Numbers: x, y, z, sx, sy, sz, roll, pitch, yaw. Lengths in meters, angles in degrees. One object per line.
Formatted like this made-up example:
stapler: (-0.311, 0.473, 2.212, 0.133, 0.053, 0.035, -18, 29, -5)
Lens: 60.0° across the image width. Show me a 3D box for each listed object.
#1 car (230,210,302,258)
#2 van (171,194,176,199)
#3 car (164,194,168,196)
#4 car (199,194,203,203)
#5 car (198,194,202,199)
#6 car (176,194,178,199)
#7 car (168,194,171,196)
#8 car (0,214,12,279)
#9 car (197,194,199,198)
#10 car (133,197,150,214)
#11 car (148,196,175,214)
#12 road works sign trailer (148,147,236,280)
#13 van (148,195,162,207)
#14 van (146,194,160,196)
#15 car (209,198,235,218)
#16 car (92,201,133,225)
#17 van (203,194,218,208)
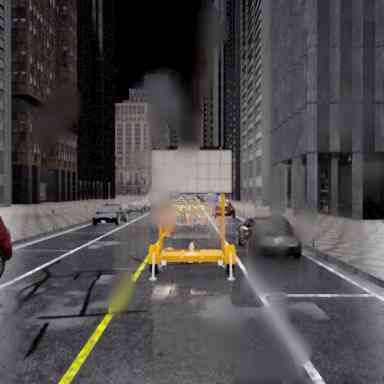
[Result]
car: (2.765, 1.561, 12.510, 1.947, 1.339, 4.313, 0, 0, 0)
van: (-5.731, 1.308, 85.839, 1.690, 1.788, 3.998, 0, 0, 0)
car: (-5.742, 1.419, 57.634, 1.967, 1.590, 4.097, 0, 0, 0)
car: (2.786, 1.559, 63.276, 1.802, 1.307, 4.206, 0, 0, 0)
car: (2.789, 1.556, 68.916, 1.802, 1.307, 4.206, 0, 0, 0)
car: (-5.728, 1.509, 91.480, 1.887, 1.381, 4.507, 0, 0, 0)
car: (-5.740, 1.292, 63.275, 2.192, 1.841, 5.009, 0, 0, 0)
car: (-5.764, 1.313, 6.867, 2.192, 1.841, 5.009, 0, 0, 0)
car: (2.791, 1.538, 74.557, 1.947, 1.339, 4.313, 0, 0, 0)
car: (-5.751, 1.538, 35.071, 2.008, 1.369, 4.403, 0, 0, 0)
car: (-3.082, 1.492, 34.740, 1.837, 1.490, 4.892, 0, 0, 0)
road works sign trailer: (0.004, 0.461, 9.895, 2.380, 3.560, 2.880, 0, 0, 0)
van: (-5.745, 1.322, 51.993, 1.690, 1.788, 3.998, 0, 0, 0)
van: (-5.747, 1.325, 46.352, 1.690, 1.788, 3.998, 0, 0, 0)
car: (2.772, 1.534, 29.432, 1.887, 1.381, 4.507, 0, 0, 0)
car: (-5.755, 1.558, 23.790, 1.947, 1.339, 4.313, 0, 0, 0)
van: (2.778, 1.324, 46.354, 1.690, 1.788, 3.998, 0, 0, 0)
